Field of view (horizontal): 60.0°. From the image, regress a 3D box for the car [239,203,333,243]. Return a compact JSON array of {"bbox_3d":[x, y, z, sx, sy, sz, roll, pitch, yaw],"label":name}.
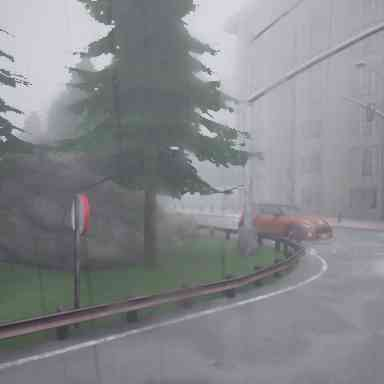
[{"bbox_3d":[4.466,1.367,16.317,2.097,1.767,4.553,0,0,-36],"label":"car"}]
